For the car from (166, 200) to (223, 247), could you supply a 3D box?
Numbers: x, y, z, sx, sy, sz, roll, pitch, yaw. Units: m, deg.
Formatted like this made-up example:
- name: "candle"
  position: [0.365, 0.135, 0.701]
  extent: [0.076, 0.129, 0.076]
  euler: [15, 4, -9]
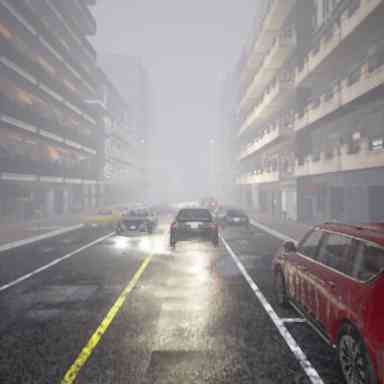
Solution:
- name: "car"
  position: [0.097, 1.430, 15.702]
  extent: [2.097, 1.767, 4.553]
  euler: [0, 0, 0]

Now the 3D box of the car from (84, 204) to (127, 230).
- name: "car"
  position: [-5.699, 1.636, 21.846]
  extent: [1.752, 1.417, 4.829]
  euler: [-1, 0, 0]

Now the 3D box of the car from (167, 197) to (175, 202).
- name: "car"
  position: [-5.695, 2.040, 89.981]
  extent: [1.947, 1.339, 4.313]
  euler: [-1, 0, 0]

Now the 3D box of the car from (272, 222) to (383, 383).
- name: "car"
  position: [2.677, 1.341, 4.992]
  extent: [2.192, 1.841, 5.009]
  euler: [-1, 0, 0]

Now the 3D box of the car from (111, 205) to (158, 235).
- name: "car"
  position: [-3.096, 1.662, 19.333]
  extent: [1.994, 1.385, 4.181]
  euler: [0, 0, 0]

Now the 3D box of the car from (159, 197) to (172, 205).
- name: "car"
  position: [-5.697, 1.875, 67.157]
  extent: [1.752, 1.417, 4.829]
  euler: [-1, 0, 0]

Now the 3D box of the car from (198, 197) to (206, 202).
- name: "car"
  position: [2.685, 2.040, 89.947]
  extent: [1.947, 1.339, 4.313]
  euler: [-1, 0, 0]

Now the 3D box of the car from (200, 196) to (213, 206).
- name: "car"
  position: [2.680, 1.634, 61.630]
  extent: [2.192, 1.841, 5.009]
  euler: [-1, 0, 0]

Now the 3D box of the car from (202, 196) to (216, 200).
- name: "car"
  position: [2.681, 1.668, 44.638]
  extent: [1.967, 1.590, 4.097]
  euler: [-1, 0, 0]

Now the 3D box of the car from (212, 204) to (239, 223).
- name: "car"
  position: [2.682, 1.723, 27.646]
  extent: [1.802, 1.307, 4.206]
  euler: [-1, 0, 0]

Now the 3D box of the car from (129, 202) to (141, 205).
- name: "car"
  position: [-5.699, 1.665, 27.510]
  extent: [1.752, 1.417, 4.829]
  euler: [-1, 0, 0]

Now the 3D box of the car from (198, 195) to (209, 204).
- name: "car"
  position: [2.681, 1.727, 78.621]
  extent: [2.192, 1.841, 5.009]
  euler: [-1, 0, 0]

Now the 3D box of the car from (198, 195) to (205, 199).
- name: "car"
  position: [2.679, 1.603, 55.966]
  extent: [2.192, 1.841, 5.009]
  euler: [-1, 0, 0]

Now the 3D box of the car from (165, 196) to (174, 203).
- name: "car"
  position: [-5.697, 1.883, 84.318]
  extent: [1.967, 1.590, 4.097]
  euler: [-1, 0, 0]

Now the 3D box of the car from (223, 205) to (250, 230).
- name: "car"
  position: [2.681, 1.678, 21.982]
  extent: [1.947, 1.339, 4.313]
  euler: [-1, 0, 0]

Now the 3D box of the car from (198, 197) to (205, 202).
- name: "car"
  position: [2.685, 2.071, 95.611]
  extent: [1.947, 1.339, 4.313]
  euler: [-1, 0, 0]

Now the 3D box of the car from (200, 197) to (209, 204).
- name: "car"
  position: [2.683, 1.907, 73.126]
  extent: [1.752, 1.417, 4.829]
  euler: [-1, 0, 0]

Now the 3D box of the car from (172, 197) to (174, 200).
- name: "car"
  position: [-5.696, 1.936, 78.484]
  extent: [1.752, 1.417, 4.829]
  euler: [-1, 0, 0]
